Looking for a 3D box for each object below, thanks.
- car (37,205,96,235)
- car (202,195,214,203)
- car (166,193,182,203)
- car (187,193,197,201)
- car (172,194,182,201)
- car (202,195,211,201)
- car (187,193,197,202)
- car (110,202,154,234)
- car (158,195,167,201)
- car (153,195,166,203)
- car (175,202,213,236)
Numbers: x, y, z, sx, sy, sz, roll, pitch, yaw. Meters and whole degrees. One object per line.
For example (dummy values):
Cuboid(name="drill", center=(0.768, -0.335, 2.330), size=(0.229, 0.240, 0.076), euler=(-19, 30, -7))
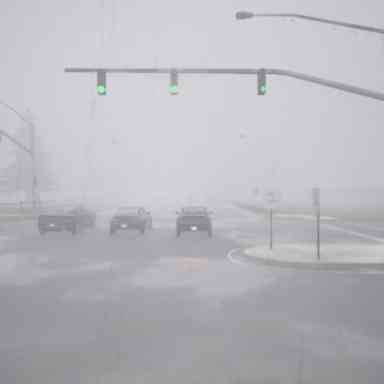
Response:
Cuboid(name="car", center=(-6.901, 1.481, 18.840), size=(1.882, 1.535, 5.008), euler=(0, 0, 0))
Cuboid(name="car", center=(3.498, 1.557, 69.003), size=(1.994, 1.385, 4.181), euler=(0, 0, 0))
Cuboid(name="car", center=(-3.502, 1.226, 68.616), size=(2.150, 2.045, 5.566), euler=(0, 0, 0))
Cuboid(name="car", center=(-0.002, 1.146, 79.036), size=(2.150, 2.045, 5.566), euler=(0, 0, 0))
Cuboid(name="car", center=(-3.502, 1.276, 78.976), size=(2.097, 1.767, 4.553), euler=(0, 0, 0))
Cuboid(name="car", center=(3.498, 1.398, 79.006), size=(1.882, 1.535, 5.008), euler=(0, 0, 0))
Cuboid(name="car", center=(-0.002, 1.482, 68.586), size=(1.882, 1.535, 5.008), euler=(0, 0, 0))
Cuboid(name="car", center=(-3.414, 1.529, 18.991), size=(1.812, 1.442, 4.674), euler=(0, 0, 0))
Cuboid(name="car", center=(-7.002, 1.421, 79.006), size=(1.837, 1.490, 4.892), euler=(0, 0, 0))
Cuboid(name="car", center=(-7.002, 1.544, 68.586), size=(2.033, 1.411, 5.357), euler=(0, 0, 0))
Cuboid(name="car", center=(0.100, 1.508, 18.523), size=(1.837, 1.490, 4.892), euler=(0, 0, 0))
